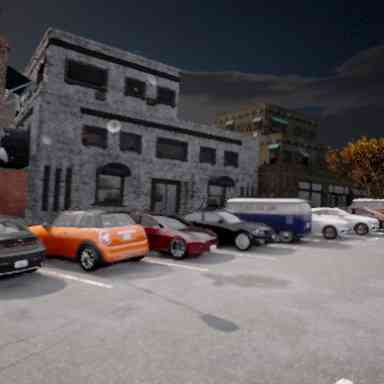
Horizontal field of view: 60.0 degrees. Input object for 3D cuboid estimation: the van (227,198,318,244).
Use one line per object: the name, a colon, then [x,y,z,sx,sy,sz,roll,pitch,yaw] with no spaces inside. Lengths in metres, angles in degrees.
van: [3.426,1.305,16.143,4.442,1.987,1.878,-1,-1,35]

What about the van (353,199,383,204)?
van: [13.011,1.471,22.907,4.442,1.987,1.878,0,-2,35]

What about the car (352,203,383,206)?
car: [10.733,1.666,21.133,4.792,1.488,2.163,-1,-2,35]

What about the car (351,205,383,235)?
car: [8.316,1.634,19.468,4.674,1.452,2.002,-1,-2,35]

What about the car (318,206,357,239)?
car: [5.916,1.599,17.773,4.674,1.452,2.002,-1,-1,35]

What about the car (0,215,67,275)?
car: [-6.042,1.474,9.276,4.892,1.521,2.231,-1,-1,35]

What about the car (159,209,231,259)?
car: [-1.236,1.519,12.668,4.792,1.488,2.163,-1,-1,35]

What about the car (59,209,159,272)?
car: [-3.634,1.351,10.961,4.553,1.767,2.185,-1,-1,35]

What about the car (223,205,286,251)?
car: [1.124,1.506,14.384,5.008,1.535,2.097,-1,-1,35]
